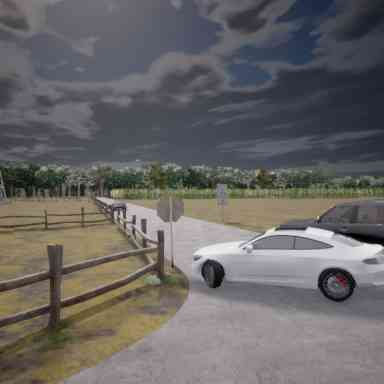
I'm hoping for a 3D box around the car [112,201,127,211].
[{"bbox_3d":[-10.869,1.988,49.470,2.033,1.411,5.357,-2,0,-18],"label":"car"}]

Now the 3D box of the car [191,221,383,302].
[{"bbox_3d":[2.243,1.614,8.332,4.674,1.442,1.812,-2,0,26],"label":"car"}]

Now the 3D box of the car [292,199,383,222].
[{"bbox_3d":[5.108,1.231,9.829,2.150,2.045,5.566,-2,0,-40],"label":"car"}]
